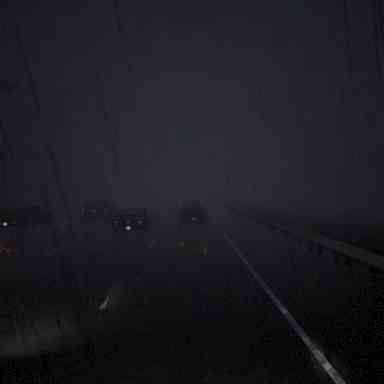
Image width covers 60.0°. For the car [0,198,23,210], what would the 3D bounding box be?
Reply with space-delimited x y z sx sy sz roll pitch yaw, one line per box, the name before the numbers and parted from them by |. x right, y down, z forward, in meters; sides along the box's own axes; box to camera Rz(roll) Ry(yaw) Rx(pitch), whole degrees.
car | -24.558 1.611 44.093 1.812 1.442 4.674 0 0 0

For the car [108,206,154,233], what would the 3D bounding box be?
car | -3.391 1.640 19.994 1.895 1.301 4.718 0 0 0

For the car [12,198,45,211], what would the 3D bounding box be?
car | -21.070 1.587 43.090 1.837 1.490 4.892 0 0 0

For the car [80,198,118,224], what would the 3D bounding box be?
car | -6.890 1.402 25.546 2.097 1.767 4.553 0 0 0

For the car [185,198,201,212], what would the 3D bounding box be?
car | 0.115 1.559 41.198 1.882 1.535 5.008 0 0 0

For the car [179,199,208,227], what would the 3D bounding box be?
car | 0.109 1.523 23.115 1.882 1.535 5.008 0 0 0

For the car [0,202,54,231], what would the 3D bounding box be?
car | -10.391 1.546 21.023 1.837 1.490 4.892 0 0 0

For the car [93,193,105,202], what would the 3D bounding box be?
car | -23.372 1.384 83.542 2.150 2.045 5.566 0 0 -9
